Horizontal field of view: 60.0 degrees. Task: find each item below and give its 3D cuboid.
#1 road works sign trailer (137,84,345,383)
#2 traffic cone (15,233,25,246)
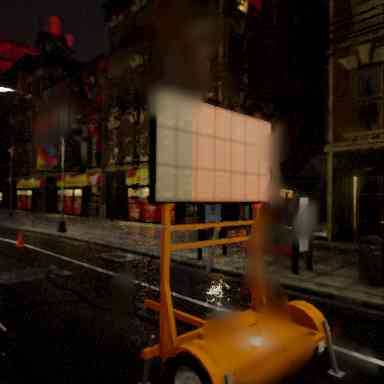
[{"bbox_3d":[0.233,0.557,4.620,2.380,3.560,2.880,2,-1,-44],"label":"road works sign trailer"},{"bbox_3d":[-7.743,2.123,14.985,0.340,0.580,0.340,2,-1,-44],"label":"traffic cone"}]
